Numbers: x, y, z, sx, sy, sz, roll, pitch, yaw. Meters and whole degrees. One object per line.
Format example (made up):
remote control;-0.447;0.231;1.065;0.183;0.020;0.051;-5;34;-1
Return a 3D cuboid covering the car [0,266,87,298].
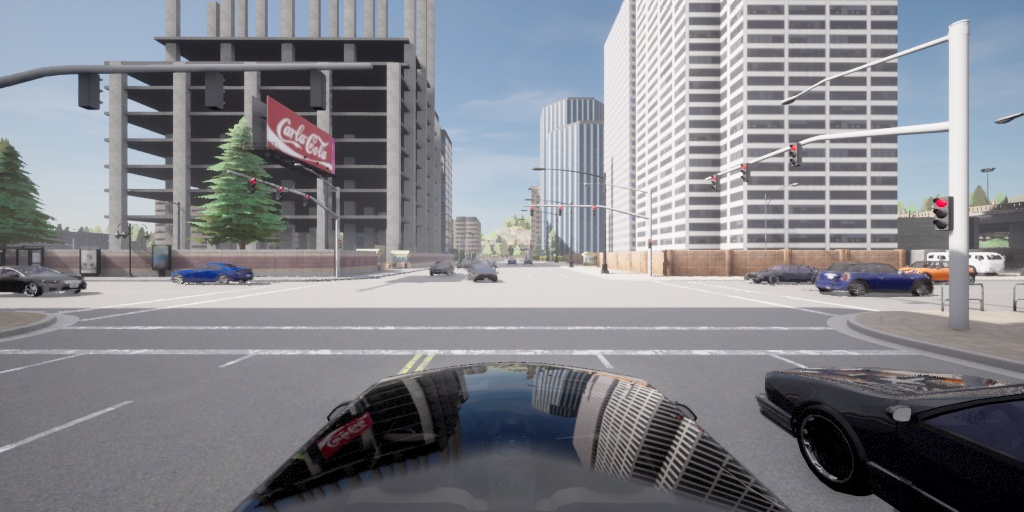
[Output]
car;-24.548;1.241;18.079;4.902;1.511;2.128;0;0;0

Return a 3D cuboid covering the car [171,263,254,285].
car;-20.983;1.227;25.203;5.008;1.535;1.882;0;0;0

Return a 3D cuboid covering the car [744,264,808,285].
car;19.646;1.297;25.495;5.357;1.411;2.033;0;0;0

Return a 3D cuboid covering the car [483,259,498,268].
car;-3.556;1.241;59.925;2.128;1.511;4.902;0;0;0

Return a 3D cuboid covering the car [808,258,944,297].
car;18.457;1.102;18.372;4.553;1.767;2.097;0;0;1

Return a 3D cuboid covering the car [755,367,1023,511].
car;3.597;1.297;1.449;2.033;1.411;5.357;0;0;0

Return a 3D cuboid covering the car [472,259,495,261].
car;-3.583;1.241;43.021;2.128;1.511;4.902;0;0;0

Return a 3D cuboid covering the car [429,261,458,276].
car;-7.086;1.256;36.498;1.837;1.490;4.892;0;0;0

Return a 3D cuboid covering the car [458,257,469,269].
car;-7.074;1.257;53.259;1.837;1.490;4.892;0;-1;0

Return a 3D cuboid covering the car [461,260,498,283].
car;-2.501;1.297;28.262;2.033;1.411;5.357;0;0;-15

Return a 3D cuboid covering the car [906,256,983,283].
car;29.655;1.102;25.517;4.553;1.767;2.097;0;0;1
